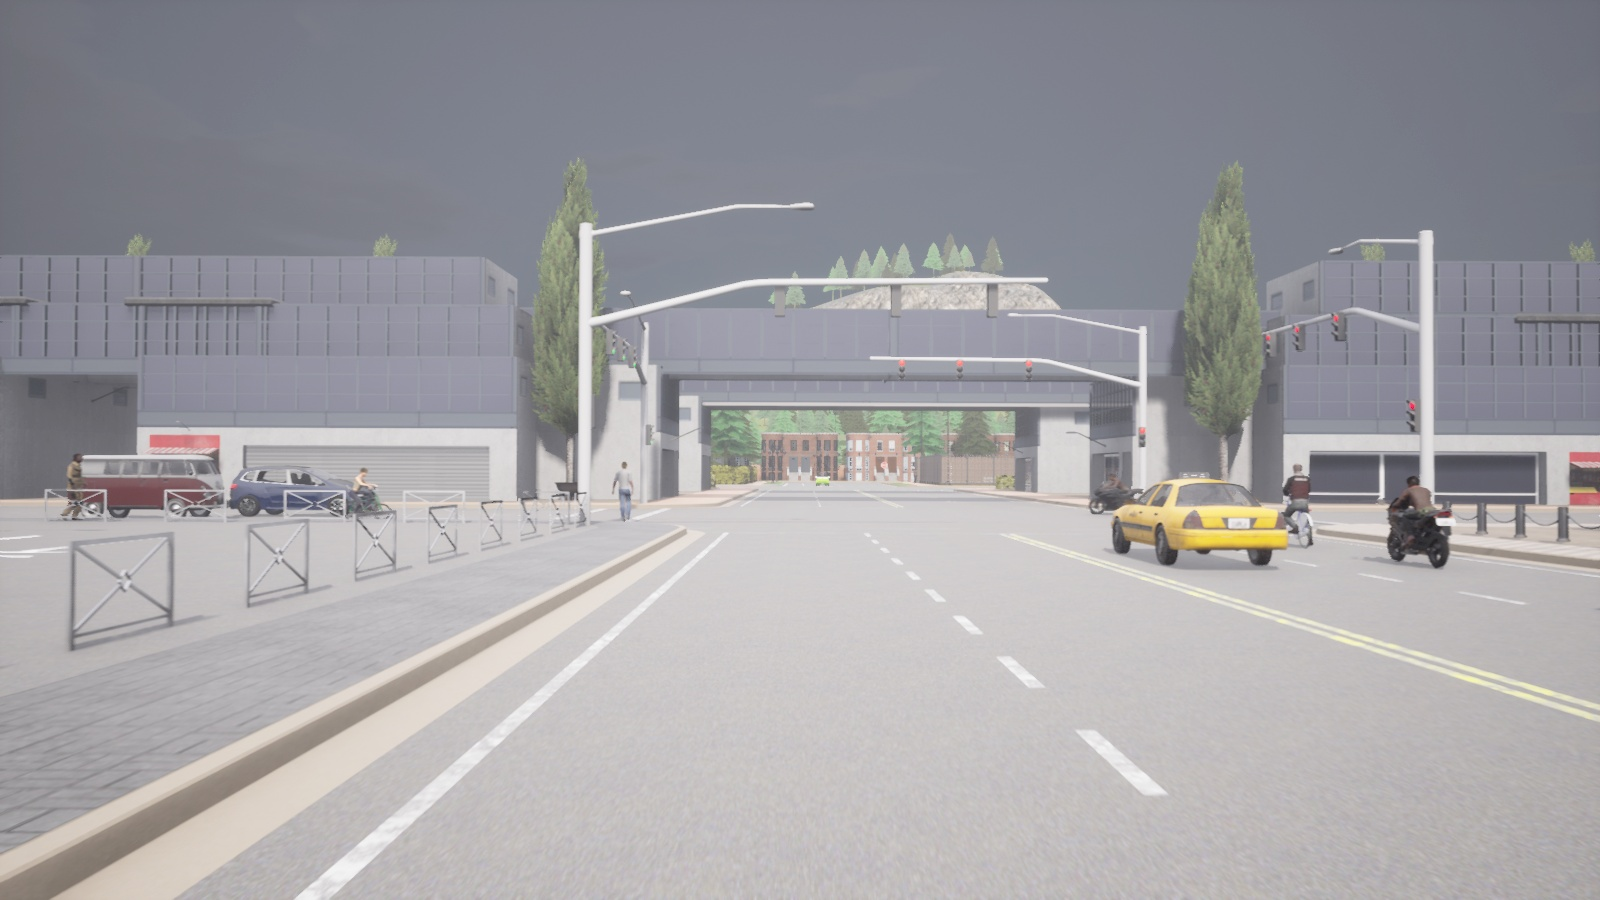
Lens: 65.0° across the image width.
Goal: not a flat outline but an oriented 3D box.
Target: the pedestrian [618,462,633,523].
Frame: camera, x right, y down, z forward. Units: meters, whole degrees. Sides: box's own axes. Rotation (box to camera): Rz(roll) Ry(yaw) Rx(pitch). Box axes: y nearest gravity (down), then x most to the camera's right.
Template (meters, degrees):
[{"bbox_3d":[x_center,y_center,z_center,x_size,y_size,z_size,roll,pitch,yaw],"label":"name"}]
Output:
[{"bbox_3d":[-5.273,1.271,37.947,0.354,1.836,0.706,0,-1,1],"label":"pedestrian"}]

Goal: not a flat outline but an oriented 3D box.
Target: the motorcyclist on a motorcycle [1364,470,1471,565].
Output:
[{"bbox_3d":[10.448,1.113,21.339,0.797,1.523,2.044,0,-1,0],"label":"motorcyclist on a motorcycle"}]

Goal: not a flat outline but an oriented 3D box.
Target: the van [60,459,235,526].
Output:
[{"bbox_3d":[-19.870,1.289,38.371,4.442,1.987,1.775,0,-1,1],"label":"van"}]

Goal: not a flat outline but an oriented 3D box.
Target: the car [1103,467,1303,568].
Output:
[{"bbox_3d":[6.946,1.099,22.313,1.801,1.575,5.366,0,-1,0],"label":"car"}]

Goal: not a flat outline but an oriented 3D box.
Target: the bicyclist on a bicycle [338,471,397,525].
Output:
[{"bbox_3d":[-13.166,1.444,38.243,1.509,1.612,0.866,0,-1,1],"label":"bicyclist on a bicycle"}]

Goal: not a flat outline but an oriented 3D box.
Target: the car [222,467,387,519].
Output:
[{"bbox_3d":[-16.410,1.424,41.790,4.611,1.667,2.242,0,-1,1],"label":"car"}]

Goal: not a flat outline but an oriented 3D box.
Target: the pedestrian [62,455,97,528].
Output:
[{"bbox_3d":[-19.203,1.110,33.455,0.692,1.930,0.396,0,-1,0],"label":"pedestrian"}]

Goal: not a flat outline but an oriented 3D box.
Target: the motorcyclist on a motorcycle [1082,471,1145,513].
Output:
[{"bbox_3d":[11.309,1.510,45.316,2.044,1.523,0.797,0,-1,-1],"label":"motorcyclist on a motorcycle"}]

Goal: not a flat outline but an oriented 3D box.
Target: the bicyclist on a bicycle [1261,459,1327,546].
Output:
[{"bbox_3d":[10.435,1.089,26.589,0.659,1.776,1.843,0,-1,0],"label":"bicyclist on a bicycle"}]
